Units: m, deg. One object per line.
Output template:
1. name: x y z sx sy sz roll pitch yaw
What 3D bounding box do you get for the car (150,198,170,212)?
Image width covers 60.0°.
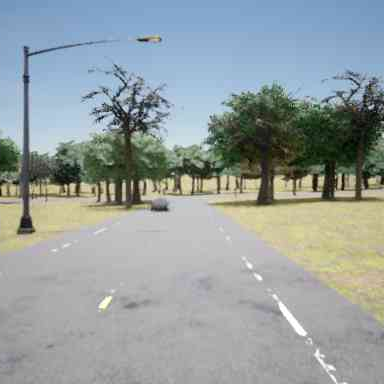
1. car: -3.592 1.457 38.045 1.882 1.535 5.008 0 0 0
